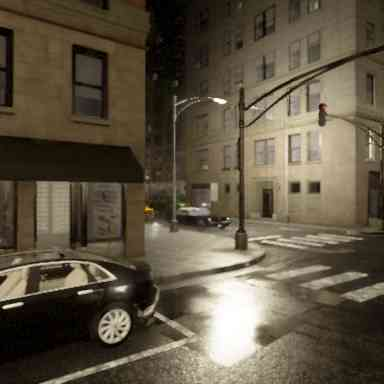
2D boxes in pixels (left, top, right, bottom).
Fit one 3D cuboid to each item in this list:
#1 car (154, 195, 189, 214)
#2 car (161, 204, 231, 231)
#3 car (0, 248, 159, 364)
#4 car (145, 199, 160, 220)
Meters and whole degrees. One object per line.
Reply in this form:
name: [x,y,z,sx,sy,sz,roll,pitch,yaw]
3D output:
car: [-2.394,1.306,30.576,2.150,2.045,5.566,0,0,-35]
car: [0.290,1.683,21.279,1.895,1.301,4.718,0,0,-38]
car: [-2.583,1.554,4.691,4.403,1.369,2.008,0,0,-35]
car: [-5.037,1.552,28.760,1.882,1.535,5.008,0,0,-35]
